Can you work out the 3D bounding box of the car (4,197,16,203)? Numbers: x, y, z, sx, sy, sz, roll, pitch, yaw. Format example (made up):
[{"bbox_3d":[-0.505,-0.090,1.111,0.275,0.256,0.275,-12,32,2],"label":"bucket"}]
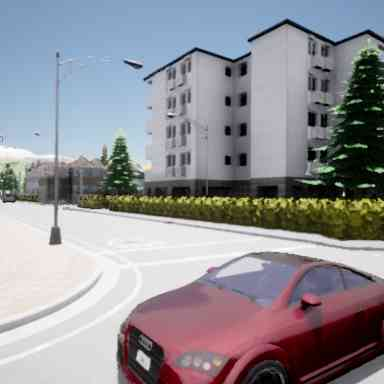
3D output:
[{"bbox_3d":[-39.878,1.736,72.771,1.994,1.385,4.181,1,-1,-36],"label":"car"}]

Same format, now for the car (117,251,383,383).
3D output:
[{"bbox_3d":[1.139,1.579,4.580,4.181,1.385,1.994,1,-1,-35],"label":"car"}]
